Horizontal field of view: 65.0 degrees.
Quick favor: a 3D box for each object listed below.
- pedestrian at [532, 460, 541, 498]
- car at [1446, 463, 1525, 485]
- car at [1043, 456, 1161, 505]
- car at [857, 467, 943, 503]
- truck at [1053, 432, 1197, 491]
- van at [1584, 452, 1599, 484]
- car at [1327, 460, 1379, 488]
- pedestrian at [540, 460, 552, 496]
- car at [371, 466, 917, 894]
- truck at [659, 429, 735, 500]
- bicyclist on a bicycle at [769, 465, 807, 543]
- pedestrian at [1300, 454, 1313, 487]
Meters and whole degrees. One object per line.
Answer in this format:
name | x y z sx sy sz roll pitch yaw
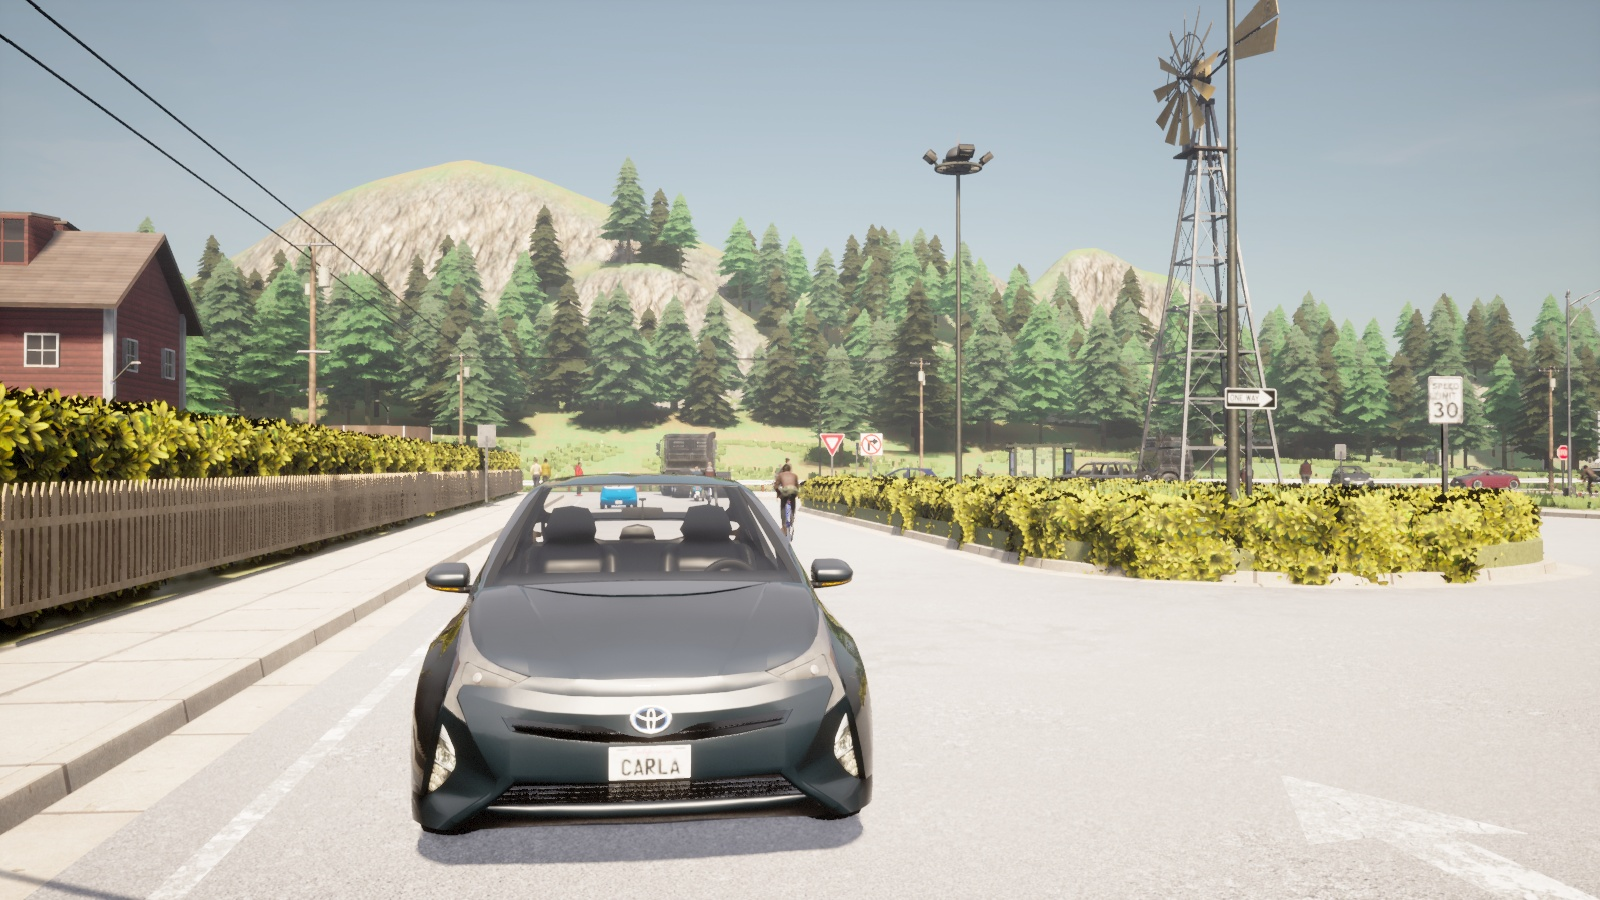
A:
pedestrian | -12.888 1.406 61.486 0.345 1.836 0.594 0 -1 -5
car | 45.465 1.597 83.338 4.181 1.385 1.994 0 -1 -8
car | 12.093 1.203 50.584 1.932 1.855 4.605 0 -1 -30
car | 4.358 1.518 54.319 3.633 1.501 1.845 -1 -1 7
truck | 19.659 0.681 76.158 7.936 3.462 2.891 0 -1 -8
van | 53.349 1.156 80.929 4.480 2.038 2.069 0 -1 -8
car | 32.762 1.424 74.484 1.851 1.617 3.988 -1 -1 9
pedestrian | -13.142 1.456 65.078 0.431 1.840 0.709 -1 -1 3
car | -0.869 0.862 6.907 2.007 1.525 4.514 0 -1 -8
truck | -5.481 0.757 65.464 2.891 3.462 7.936 0 -1 -13
bicyclist on a bicycle | -0.272 1.130 26.872 0.582 1.620 1.656 0 -1 -8
pedestrian | 29.147 1.184 72.303 0.634 1.844 0.899 -1 -1 24
